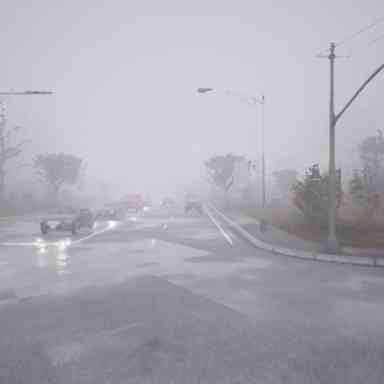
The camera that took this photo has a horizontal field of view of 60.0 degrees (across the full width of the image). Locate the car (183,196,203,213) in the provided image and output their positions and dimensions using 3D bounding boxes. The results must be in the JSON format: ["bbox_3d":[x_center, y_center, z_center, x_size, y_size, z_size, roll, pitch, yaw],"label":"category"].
[{"bbox_3d":[0.113,1.490,37.506,1.837,1.490,4.892,0,0,0],"label":"car"}]

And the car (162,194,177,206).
[{"bbox_3d":[-3.497,1.338,50.665,1.837,1.490,4.892,0,1,0],"label":"car"}]

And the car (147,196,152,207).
[{"bbox_3d":[-6.990,1.350,49.005,2.128,1.511,4.902,0,1,0],"label":"car"}]

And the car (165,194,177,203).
[{"bbox_3d":[-3.877,1.170,60.792,1.812,1.442,4.674,0,1,-8],"label":"car"}]

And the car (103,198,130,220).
[{"bbox_3d":[-7.030,1.524,28.790,1.837,1.490,4.892,0,0,0],"label":"car"}]

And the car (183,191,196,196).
[{"bbox_3d":[-0.379,0.879,60.366,2.150,2.045,5.566,0,1,-4],"label":"car"}]

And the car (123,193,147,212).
[{"bbox_3d":[-6.986,1.196,38.861,2.150,2.045,5.566,0,0,0],"label":"car"}]

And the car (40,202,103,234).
[{"bbox_3d":[-7.080,1.507,19.394,2.128,1.511,4.902,0,0,0],"label":"car"}]
